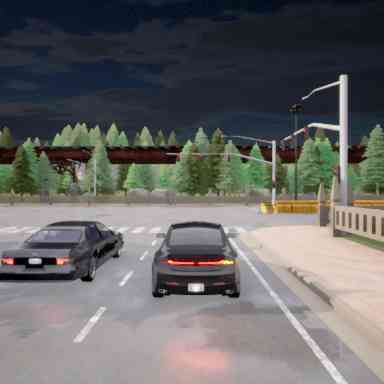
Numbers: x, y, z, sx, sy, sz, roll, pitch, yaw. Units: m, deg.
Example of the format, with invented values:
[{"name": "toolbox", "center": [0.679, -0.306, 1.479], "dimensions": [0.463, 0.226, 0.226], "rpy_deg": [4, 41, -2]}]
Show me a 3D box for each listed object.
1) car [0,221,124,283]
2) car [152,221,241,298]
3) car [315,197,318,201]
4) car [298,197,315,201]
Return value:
[{"name": "car", "center": [-3.383, 1.547, 9.709], "dimensions": [2.033, 1.411, 5.357], "rpy_deg": [0, 0, 0]}, {"name": "car", "center": [0.103, 1.504, 8.519], "dimensions": [1.837, 1.490, 4.892], "rpy_deg": [0, 0, 1]}, {"name": "car", "center": [19.399, 1.488, 43.899], "dimensions": [4.902, 1.511, 2.128], "rpy_deg": [0, 0, 1]}, {"name": "car", "center": [16.995, 1.488, 47.420], "dimensions": [4.902, 1.511, 2.128], "rpy_deg": [0, 0, 1]}]
